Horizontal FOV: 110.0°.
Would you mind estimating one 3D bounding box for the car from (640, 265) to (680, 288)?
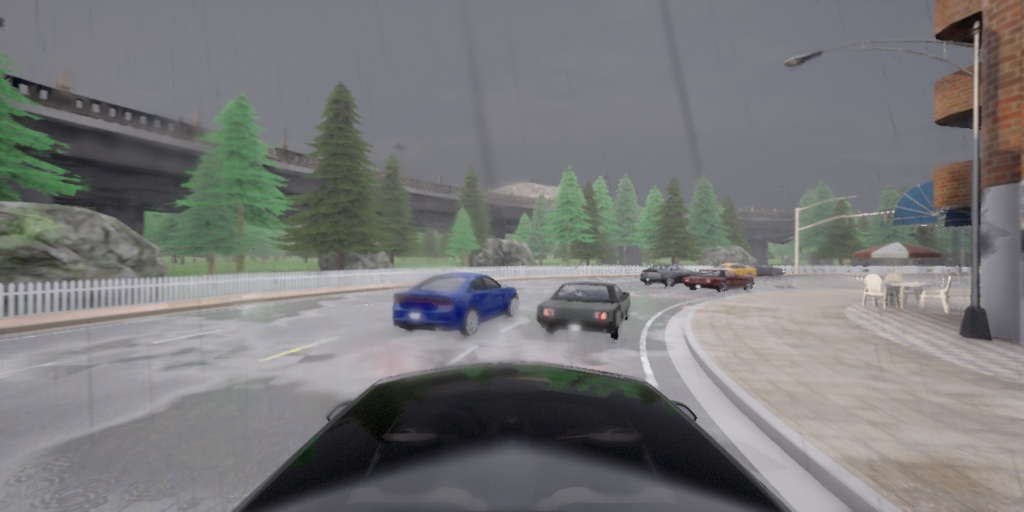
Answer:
[{"bbox_3d":[10.916,1.331,24.529,4.902,1.511,2.128,0,0,-31],"label":"car"}]

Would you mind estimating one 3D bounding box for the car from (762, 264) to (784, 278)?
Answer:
[{"bbox_3d":[24.520,1.488,36.160,5.357,1.411,2.033,0,0,-11],"label":"car"}]

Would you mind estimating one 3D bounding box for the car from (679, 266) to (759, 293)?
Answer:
[{"bbox_3d":[12.467,1.449,21.505,4.718,1.301,1.895,0,0,-31],"label":"car"}]

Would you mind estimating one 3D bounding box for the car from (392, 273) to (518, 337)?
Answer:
[{"bbox_3d":[-1.351,1.224,10.529,1.882,1.535,5.008,0,0,20],"label":"car"}]

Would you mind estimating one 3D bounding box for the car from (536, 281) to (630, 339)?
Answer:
[{"bbox_3d":[2.283,1.372,10.283,1.895,1.301,4.718,0,0,22],"label":"car"}]

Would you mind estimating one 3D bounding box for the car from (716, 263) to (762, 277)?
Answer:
[{"bbox_3d":[18.818,1.376,31.385,5.008,1.535,1.882,0,0,-14],"label":"car"}]
